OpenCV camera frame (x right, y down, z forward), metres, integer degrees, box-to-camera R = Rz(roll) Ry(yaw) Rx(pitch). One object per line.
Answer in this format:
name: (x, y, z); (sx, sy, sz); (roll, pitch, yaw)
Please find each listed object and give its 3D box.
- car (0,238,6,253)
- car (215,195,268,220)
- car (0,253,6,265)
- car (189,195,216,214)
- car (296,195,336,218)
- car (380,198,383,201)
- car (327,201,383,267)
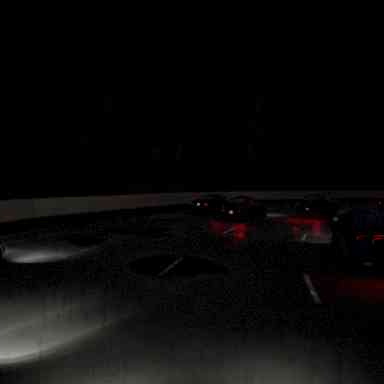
car: (-6.185, 1.335, 7.078); (1.812, 1.442, 4.674); (0, 1, 9)
car: (3.592, 1.015, 22.397); (1.812, 1.442, 4.674); (1, 1, 31)
car: (-3.220, 1.503, 1.250); (2.033, 1.411, 5.357); (0, 1, 3)
car: (1.950, 0.928, 26.825); (2.033, 1.411, 5.357); (1, 2, 36)
car: (9.282, 0.941, 24.432); (1.882, 1.535, 5.008); (1, 2, 37)
car: (16.993, 0.946, 27.533); (4.674, 1.442, 1.812); (-1, 2, -41)
car: (5.522, 1.257, 10.219); (1.882, 1.535, 5.008); (0, 1, 16)
